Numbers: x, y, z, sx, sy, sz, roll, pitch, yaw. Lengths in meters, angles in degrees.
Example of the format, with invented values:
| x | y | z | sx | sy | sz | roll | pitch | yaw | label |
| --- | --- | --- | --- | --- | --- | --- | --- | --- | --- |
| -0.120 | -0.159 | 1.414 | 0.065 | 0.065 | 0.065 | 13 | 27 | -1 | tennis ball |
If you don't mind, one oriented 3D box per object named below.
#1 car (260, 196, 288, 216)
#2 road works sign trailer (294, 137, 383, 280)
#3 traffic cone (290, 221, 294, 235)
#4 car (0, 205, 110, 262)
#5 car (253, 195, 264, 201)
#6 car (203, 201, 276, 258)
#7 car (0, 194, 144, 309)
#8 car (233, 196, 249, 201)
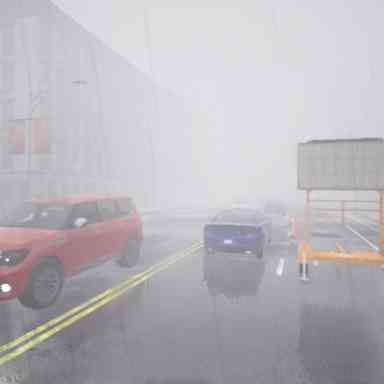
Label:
| x | y | z | sx | sy | sz | roll | pitch | yaw | label |
| --- | --- | --- | --- | --- | --- | --- | --- | --- | --- |
| 7.548 | 1.286 | 29.965 | 1.812 | 1.442 | 4.674 | 0 | 0 | 18 | car |
| 4.128 | 0.354 | 9.118 | 2.380 | 3.560 | 2.880 | 0 | 1 | 18 | road works sign trailer |
| 4.962 | 1.778 | 16.220 | 0.340 | 0.580 | 0.340 | 0 | 1 | 18 | traffic cone |
| -5.159 | 1.341 | 12.474 | 1.812 | 1.442 | 4.674 | 0 | 1 | 18 | car |
| 10.443 | 1.279 | 50.105 | 1.837 | 1.490 | 4.892 | 0 | 0 | 18 | car |
| 1.857 | 1.323 | 12.351 | 1.882 | 1.535 | 5.008 | 0 | 1 | 18 | car |
| -3.135 | 1.096 | 8.119 | 2.150 | 2.045 | 5.566 | 0 | 1 | 18 | car |
| 7.657 | 1.354 | 52.048 | 1.895 | 1.301 | 4.718 | 0 | 0 | 18 | car |
